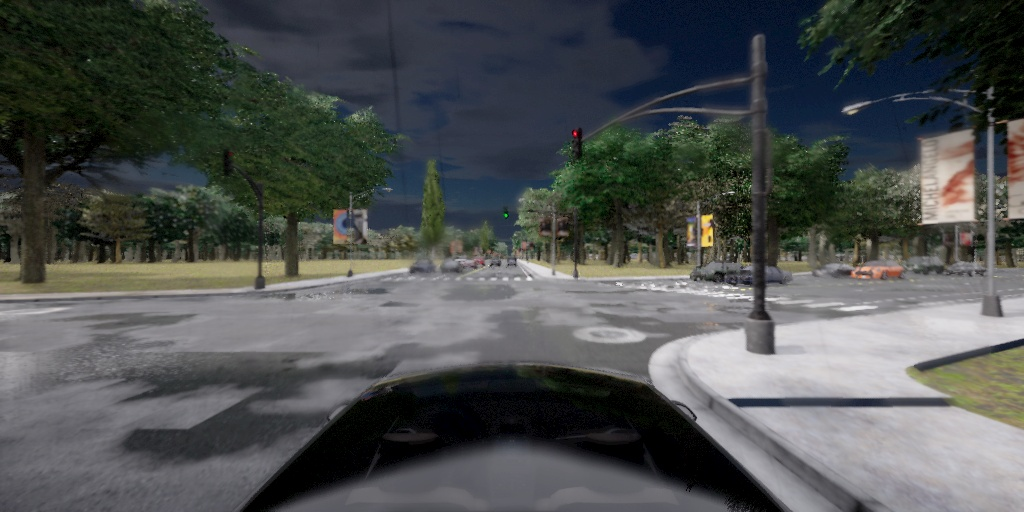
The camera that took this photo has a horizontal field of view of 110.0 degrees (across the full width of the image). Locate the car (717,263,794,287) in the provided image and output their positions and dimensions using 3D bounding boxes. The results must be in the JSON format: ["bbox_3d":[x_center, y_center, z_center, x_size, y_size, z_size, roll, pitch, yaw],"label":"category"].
[{"bbox_3d":[17.451,1.382,25.309,5.357,1.411,2.033,0,0,-23],"label":"car"}]

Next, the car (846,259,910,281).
[{"bbox_3d":[32.183,1.231,31.542,4.553,1.767,2.097,0,0,-23],"label":"car"}]

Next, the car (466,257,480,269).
[{"bbox_3d":[-6.538,1.324,56.728,1.812,1.442,4.674,0,0,1],"label":"car"}]

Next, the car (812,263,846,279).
[{"bbox_3d":[31.230,1.423,34.664,4.674,1.442,1.812,0,0,-23],"label":"car"}]

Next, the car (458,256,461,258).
[{"bbox_3d":[-9.784,1.149,56.611,2.097,1.767,4.553,0,0,0],"label":"car"}]

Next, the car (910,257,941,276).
[{"bbox_3d":[47.375,1.178,41.431,5.566,2.045,2.150,0,0,-23],"label":"car"}]

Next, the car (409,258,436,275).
[{"bbox_3d":[-9.829,1.130,39.749,2.097,1.767,4.553,0,0,0],"label":"car"}]

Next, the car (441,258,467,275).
[{"bbox_3d":[-6.579,1.256,39.937,1.882,1.535,5.008,0,0,0],"label":"car"}]

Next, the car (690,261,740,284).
[{"bbox_3d":[16.360,1.205,28.373,4.553,1.767,2.097,0,0,-23],"label":"car"}]

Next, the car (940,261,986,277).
[{"bbox_3d":[48.672,1.486,38.449,4.892,1.490,1.837,0,0,-23],"label":"car"}]
